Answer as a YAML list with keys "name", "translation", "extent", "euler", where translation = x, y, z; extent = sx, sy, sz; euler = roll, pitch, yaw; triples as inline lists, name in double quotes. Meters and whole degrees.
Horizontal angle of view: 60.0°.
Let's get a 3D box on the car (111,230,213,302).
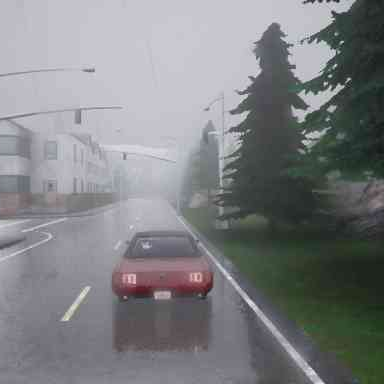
- name: "car"
  translation: [-0.719, 1.601, 8.291]
  extent: [1.895, 1.301, 4.718]
  euler: [0, 0, -5]
